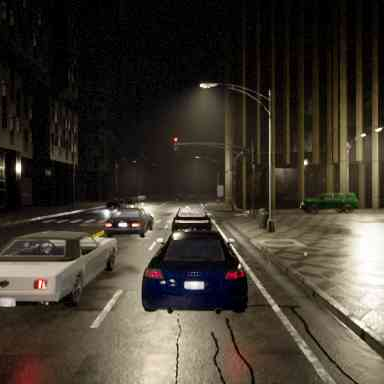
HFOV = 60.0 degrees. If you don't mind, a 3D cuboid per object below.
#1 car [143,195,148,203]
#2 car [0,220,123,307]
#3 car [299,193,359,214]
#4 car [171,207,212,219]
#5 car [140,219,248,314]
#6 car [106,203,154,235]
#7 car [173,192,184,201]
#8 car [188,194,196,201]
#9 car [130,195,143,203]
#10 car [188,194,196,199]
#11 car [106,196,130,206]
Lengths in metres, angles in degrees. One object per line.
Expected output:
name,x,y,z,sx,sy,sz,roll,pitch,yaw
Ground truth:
car,-9.812,1.376,65.002,2.033,1.411,5.357,0,0,0
car,-3.150,1.595,7.902,1.895,1.301,4.718,0,0,0
car,13.556,1.104,33.029,5.566,2.045,2.150,0,0,2
car,-0.007,1.473,16.556,2.128,1.511,4.902,0,0,0
car,0.083,1.559,7.682,1.994,1.385,4.181,0,0,1
car,-3.158,1.527,17.494,2.033,1.411,5.357,0,0,0
car,-3.276,1.280,75.033,1.837,1.490,4.892,0,0,0
car,-0.026,1.320,75.033,2.033,1.411,5.357,0,0,0
car,-9.860,1.419,54.379,2.033,1.411,5.357,0,0,0
car,-0.030,1.174,85.485,1.895,1.301,4.718,0,0,0
car,-9.863,1.514,43.499,1.895,1.301,4.718,0,0,0
